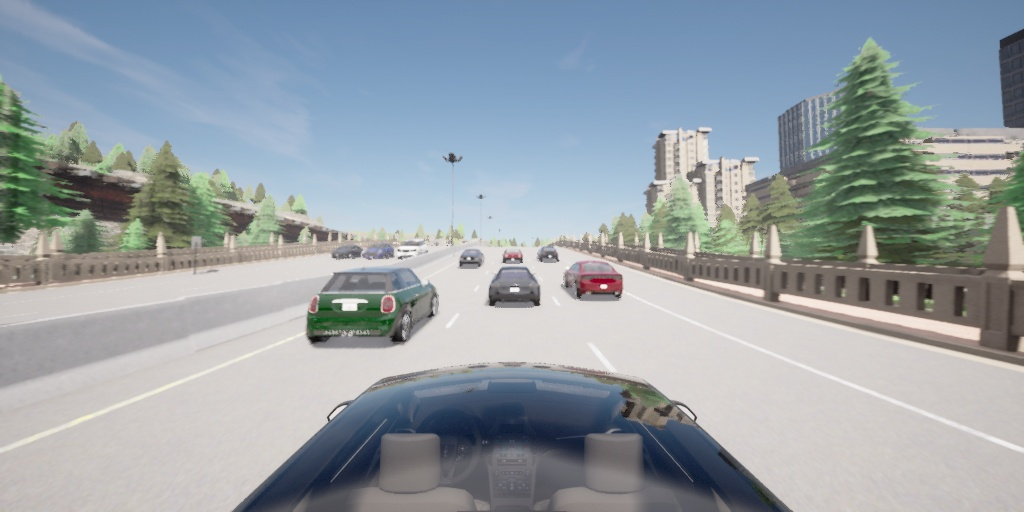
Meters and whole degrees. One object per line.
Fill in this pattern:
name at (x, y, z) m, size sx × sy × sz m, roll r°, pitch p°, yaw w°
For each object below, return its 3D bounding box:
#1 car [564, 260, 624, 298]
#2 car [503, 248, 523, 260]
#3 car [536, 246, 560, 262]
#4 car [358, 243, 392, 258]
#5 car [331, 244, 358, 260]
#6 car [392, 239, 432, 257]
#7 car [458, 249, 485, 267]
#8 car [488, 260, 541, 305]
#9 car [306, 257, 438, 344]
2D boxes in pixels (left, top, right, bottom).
car at (3.597, 0.923, 16.502) m, size 1.882 × 1.535 × 5.008 m, roll 0°, pitch 3°, yaw 0°
car at (0.094, -0.105, 34.610) m, size 1.895 × 1.301 × 4.718 m, roll 0°, pitch 4°, yaw 0°
car at (3.594, -0.271, 35.980) m, size 1.812 × 1.442 × 4.674 m, roll 0°, pitch 4°, yaw 0°
car at (-14.101, -0.587, 38.141) m, size 2.097 × 1.767 × 4.553 m, roll 0°, pitch 4°, yaw 0°
car at (-17.600, -0.460, 38.519) m, size 1.837 × 1.490 × 4.892 m, roll 0°, pitch 4°, yaw 0°
car at (-10.604, -0.738, 38.416) m, size 2.150 × 2.045 × 5.566 m, roll 0°, pitch 4°, yaw 0°
car at (-3.405, 0.093, 30.805) m, size 2.033 × 1.411 × 5.357 m, roll 0°, pitch 4°, yaw 0°
car at (0.097, 1.092, 14.712) m, size 1.994 × 1.385 × 4.181 m, roll 0°, pitch 2°, yaw 0°
car at (-3.404, 1.040, 9.655) m, size 2.097 × 1.767 × 4.553 m, roll 0°, pitch 1°, yaw 0°
